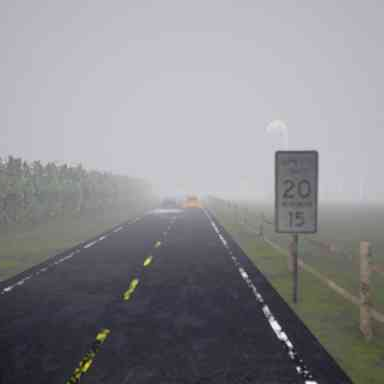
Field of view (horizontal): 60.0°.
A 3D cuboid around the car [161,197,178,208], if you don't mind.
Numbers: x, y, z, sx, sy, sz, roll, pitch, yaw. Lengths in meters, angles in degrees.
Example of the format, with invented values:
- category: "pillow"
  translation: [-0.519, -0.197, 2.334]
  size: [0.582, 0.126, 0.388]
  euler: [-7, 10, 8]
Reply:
- category: "car"
  translation: [-2.754, 1.279, 41.716]
  size: [1.895, 1.301, 4.718]
  euler: [0, 0, 0]

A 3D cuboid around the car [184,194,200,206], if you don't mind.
- category: "car"
  translation: [-0.006, 1.127, 47.877]
  size: [2.128, 1.511, 4.902]
  euler: [0, 0, 0]

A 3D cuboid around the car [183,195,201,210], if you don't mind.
- category: "car"
  translation: [-0.003, 1.188, 37.148]
  size: [1.882, 1.535, 5.008]
  euler: [0, 0, 0]
